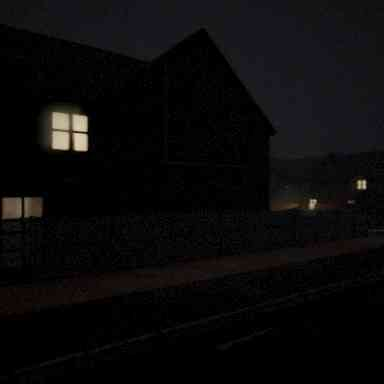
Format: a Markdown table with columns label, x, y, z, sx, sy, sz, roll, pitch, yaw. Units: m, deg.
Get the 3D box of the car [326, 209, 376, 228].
| label | x | y | z | sx | sy | sz | roll | pitch | yaw |
| --- | --- | --- | --- | --- | --- | --- | --- | --- | --- |
| car | 11.824 | 2.047 | 26.076 | 1.812 | 1.442 | 4.674 | 0 | -1 | -36 |
